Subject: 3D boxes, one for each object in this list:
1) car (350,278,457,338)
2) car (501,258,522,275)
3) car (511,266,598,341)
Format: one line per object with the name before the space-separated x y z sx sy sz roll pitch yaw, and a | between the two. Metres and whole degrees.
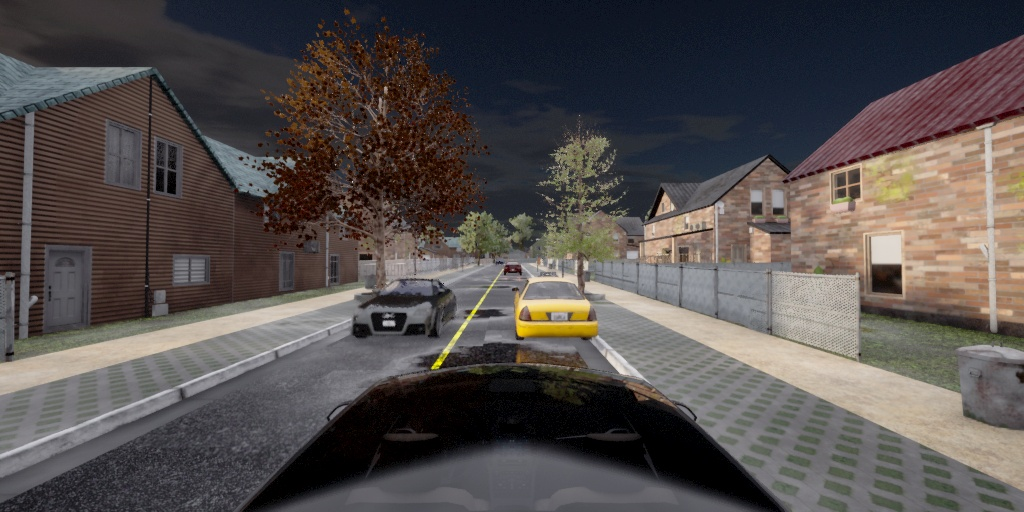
car | -2.747 1.318 9.985 1.994 1.385 4.181 0 0 0
car | 0.093 1.254 38.796 1.882 1.535 5.008 0 0 0
car | 0.965 1.210 9.855 1.801 1.575 5.366 0 0 0
